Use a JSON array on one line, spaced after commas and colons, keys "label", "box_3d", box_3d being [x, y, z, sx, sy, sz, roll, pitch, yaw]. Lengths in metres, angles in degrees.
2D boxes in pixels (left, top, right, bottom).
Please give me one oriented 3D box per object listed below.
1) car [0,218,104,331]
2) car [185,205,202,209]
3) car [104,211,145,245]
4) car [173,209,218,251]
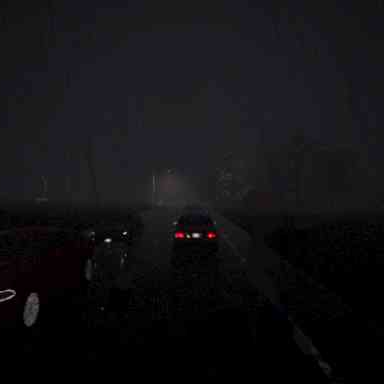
[{"label": "car", "box_3d": [-3.583, 1.529, 7.156, 1.882, 1.535, 5.008, 0, -1, 0]}, {"label": "car", "box_3d": [0.183, 1.908, 32.749, 1.895, 1.301, 4.718, 0, -1, 0]}, {"label": "car", "box_3d": [-3.546, 1.688, 16.773, 2.033, 1.411, 5.357, 0, -1, 0]}, {"label": "car", "box_3d": [0.146, 1.687, 14.849, 2.033, 1.411, 5.357, 0, -1, 0]}]
